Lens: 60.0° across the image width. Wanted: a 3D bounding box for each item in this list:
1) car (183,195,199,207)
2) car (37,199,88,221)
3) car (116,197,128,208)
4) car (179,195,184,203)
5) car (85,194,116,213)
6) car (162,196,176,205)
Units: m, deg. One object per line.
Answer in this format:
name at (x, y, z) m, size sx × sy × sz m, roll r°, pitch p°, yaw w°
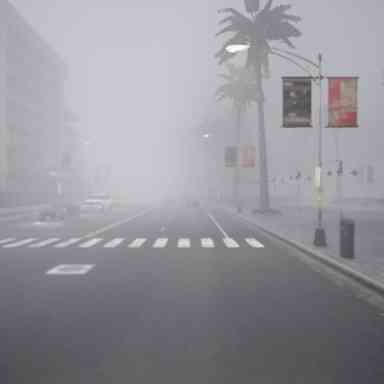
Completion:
car at (0.057, 1.530, 49.617) m, size 1.994 × 1.385 × 4.181 m, roll 0°, pitch 0°, yaw -1°
car at (-10.544, 1.529, 27.088) m, size 2.033 × 1.411 × 5.357 m, roll 0°, pitch 0°, yaw 1°
car at (-10.508, 1.445, 47.788) m, size 1.882 × 1.535 × 5.008 m, roll 0°, pitch 0°, yaw 0°
car at (-1.343, 1.307, 65.636) m, size 2.097 × 1.767 × 4.553 m, roll 0°, pitch 0°, yaw -12°
car at (-10.518, 1.196, 37.335) m, size 2.150 × 2.045 × 5.566 m, roll 0°, pitch 0°, yaw 0°
car at (-3.670, 1.525, 56.367) m, size 1.994 × 1.385 × 4.181 m, roll 0°, pitch 0°, yaw -4°
